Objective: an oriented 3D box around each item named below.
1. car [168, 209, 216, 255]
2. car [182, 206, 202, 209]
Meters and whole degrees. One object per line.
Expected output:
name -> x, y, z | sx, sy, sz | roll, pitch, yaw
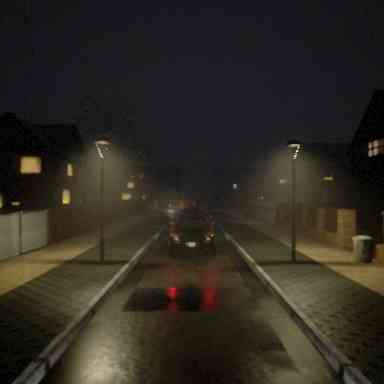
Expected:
car -> 0.020, 1.679, 13.912 | 1.812, 1.442, 4.674 | 0, 0, 1
car -> 0.007, 1.871, 28.331 | 1.994, 1.385, 4.181 | 0, -1, 0
